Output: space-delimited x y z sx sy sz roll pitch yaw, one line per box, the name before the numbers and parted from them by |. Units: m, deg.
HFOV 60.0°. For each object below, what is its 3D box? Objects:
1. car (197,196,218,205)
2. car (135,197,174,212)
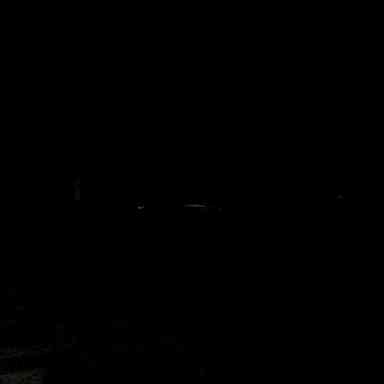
car | 2.664 1.443 56.549 1.812 1.442 4.674 0 0 35
car | -3.969 1.368 35.995 1.837 1.490 4.892 0 0 35
